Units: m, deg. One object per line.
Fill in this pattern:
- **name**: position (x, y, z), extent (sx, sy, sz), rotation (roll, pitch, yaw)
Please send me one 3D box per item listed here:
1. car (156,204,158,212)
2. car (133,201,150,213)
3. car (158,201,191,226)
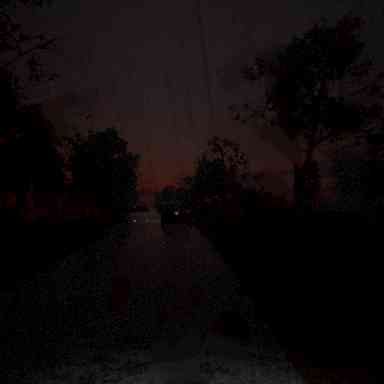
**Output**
- **car**: position (-3.501, 1.896, 42.536), extent (1.882, 1.535, 5.008), rotation (0, -1, -8)
- **car**: position (-6.407, 1.881, 42.319), extent (1.882, 1.535, 5.008), rotation (0, -1, -8)
- **car**: position (-1.251, 1.507, 24.603), extent (2.097, 1.767, 4.553), rotation (0, -1, -6)
